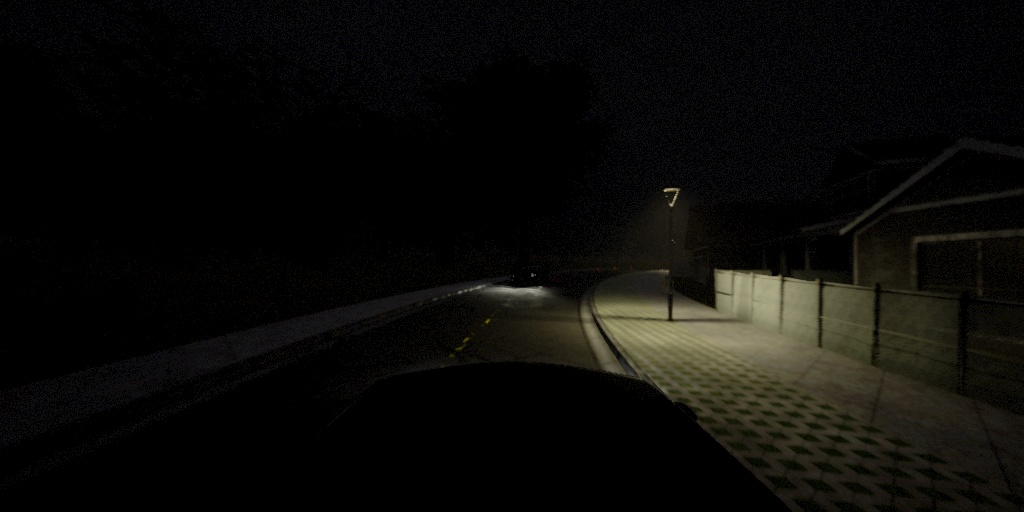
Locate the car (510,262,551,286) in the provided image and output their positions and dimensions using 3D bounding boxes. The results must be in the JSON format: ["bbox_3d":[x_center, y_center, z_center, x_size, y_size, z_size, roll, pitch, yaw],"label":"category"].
[{"bbox_3d":[1.386,1.147,24.970,1.882,1.535,5.008,0,0,20],"label":"car"}]

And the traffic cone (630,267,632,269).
[{"bbox_3d":[17.612,1.688,53.061,0.340,0.580,0.340,0,0,45],"label":"traffic cone"}]

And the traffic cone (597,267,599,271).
[{"bbox_3d":[10.840,1.609,45.247,0.340,0.580,0.340,0,0,38],"label":"traffic cone"}]

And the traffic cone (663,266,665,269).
[{"bbox_3d":[25.411,1.821,59.850,0.340,0.580,0.340,0,0,-37],"label":"traffic cone"}]
